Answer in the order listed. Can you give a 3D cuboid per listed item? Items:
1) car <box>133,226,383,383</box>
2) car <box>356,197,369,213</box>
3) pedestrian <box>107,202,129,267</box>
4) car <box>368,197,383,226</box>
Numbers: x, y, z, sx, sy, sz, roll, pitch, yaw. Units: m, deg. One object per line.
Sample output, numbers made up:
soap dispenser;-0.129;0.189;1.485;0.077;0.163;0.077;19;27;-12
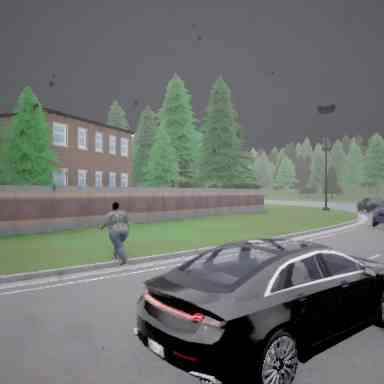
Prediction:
car;1.496;1.493;5.180;4.902;1.511;2.128;0;0;-38
car;19.653;1.350;36.549;2.097;1.767;4.553;0;0;12
pedestrian;-2.211;1.194;9.896;0.375;1.860;0.375;0;0;-38
car;13.480;1.350;22.110;2.097;1.767;4.553;0;0;38
